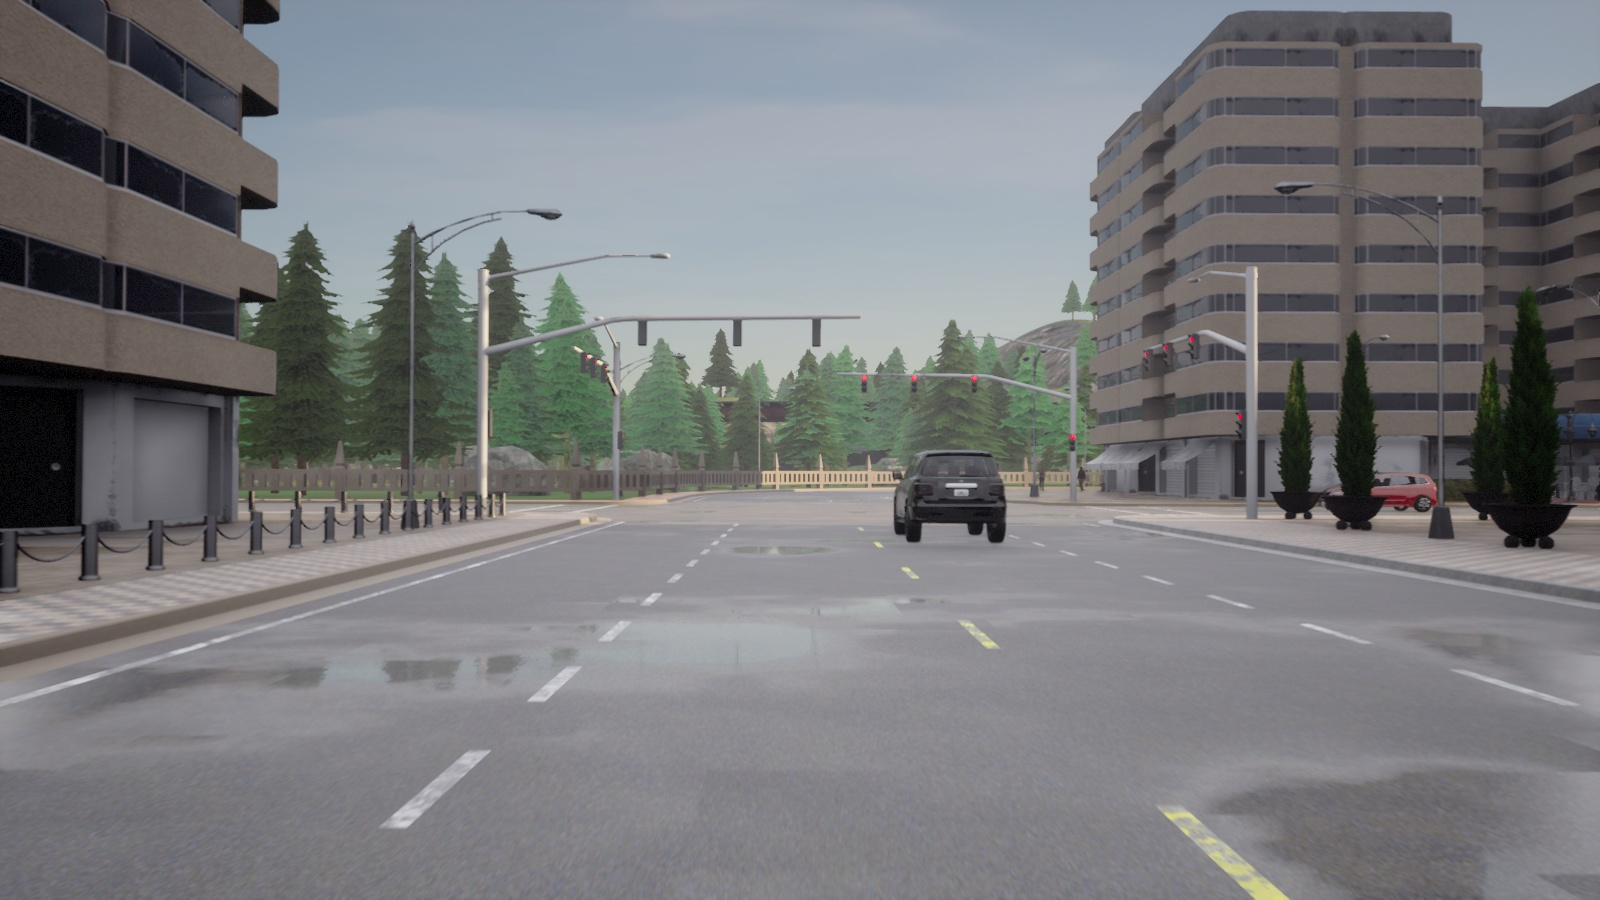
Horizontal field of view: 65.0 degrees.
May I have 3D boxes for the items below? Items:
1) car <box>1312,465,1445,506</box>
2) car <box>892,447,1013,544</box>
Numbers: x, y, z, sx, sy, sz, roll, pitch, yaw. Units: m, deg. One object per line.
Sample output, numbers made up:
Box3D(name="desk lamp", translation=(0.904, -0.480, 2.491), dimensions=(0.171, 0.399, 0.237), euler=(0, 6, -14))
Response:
Box3D(name="car", translation=(24.496, 1.509, 53.328), dimensions=(4.611, 1.667, 2.242), euler=(0, -1, 0))
Box3D(name="car", translation=(3.427, 1.011, 29.345), dimensions=(2.150, 2.045, 5.566), euler=(0, -1, 0))
